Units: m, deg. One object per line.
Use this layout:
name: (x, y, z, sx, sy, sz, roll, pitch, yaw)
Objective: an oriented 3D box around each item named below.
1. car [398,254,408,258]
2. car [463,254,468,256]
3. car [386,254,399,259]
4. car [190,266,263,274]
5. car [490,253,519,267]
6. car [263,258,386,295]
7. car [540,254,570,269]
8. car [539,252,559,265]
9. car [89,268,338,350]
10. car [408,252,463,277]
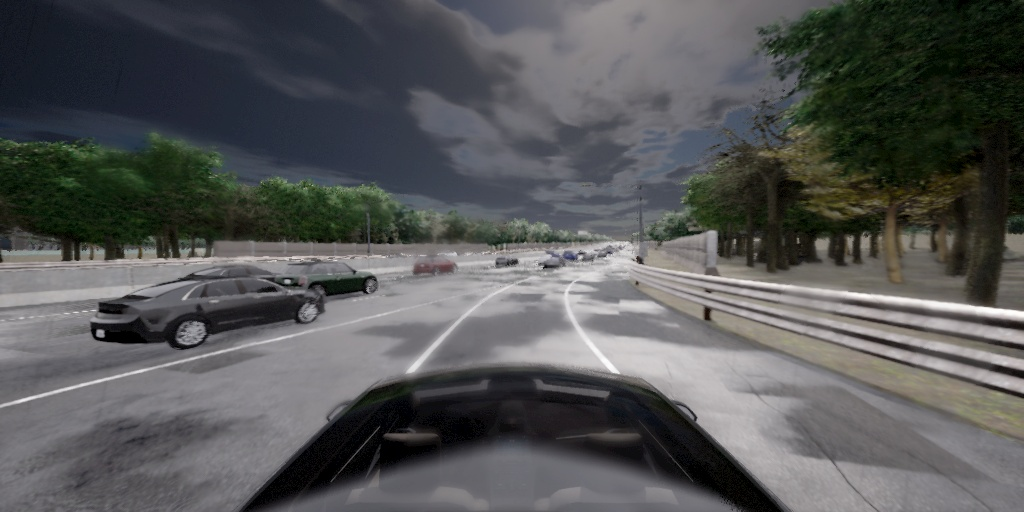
car: (-15.549, 0.558, 57.057, 1.994, 1.385, 4.181, 0, 1, 21)
car: (-8.982, 0.626, 54.637, 1.895, 1.301, 4.718, 0, 1, 21)
car: (-18.847, 0.484, 58.203, 1.837, 1.490, 4.892, 0, 1, 21)
car: (-12.179, 1.177, 16.262, 1.837, 1.490, 4.892, 0, 1, 21)
car: (-0.607, 0.633, 46.956, 2.128, 1.511, 4.902, 0, 1, 21)
car: (-8.348, 1.017, 16.509, 2.097, 1.767, 4.553, 0, 1, 21)
car: (5.120, 0.775, 42.301, 1.994, 1.385, 4.181, 0, 1, 21)
car: (5.207, 0.564, 52.498, 1.812, 1.442, 4.674, 0, 1, 21)
car: (-7.295, 1.258, 9.362, 1.837, 1.490, 4.892, 0, 1, 20)
car: (-6.555, 0.768, 31.183, 2.097, 1.767, 4.553, 0, 1, 21)
